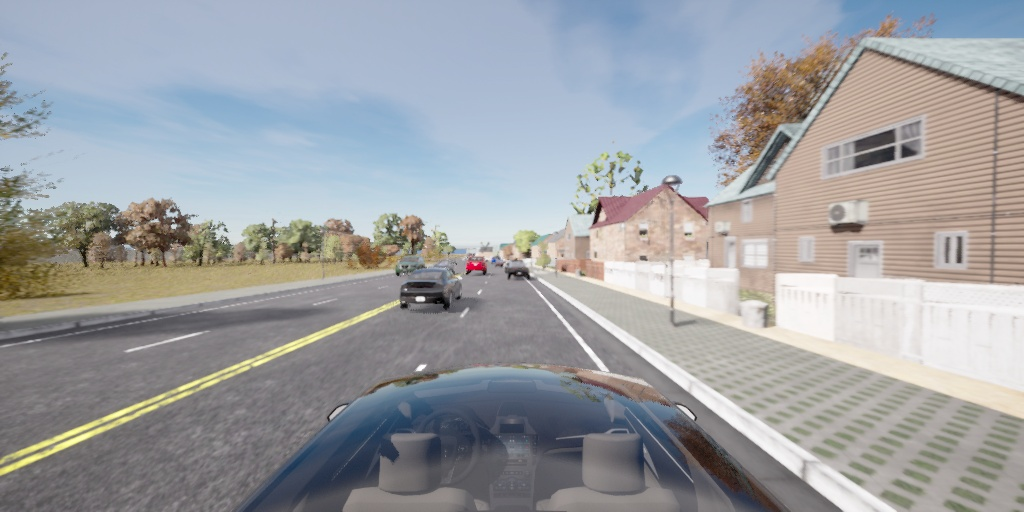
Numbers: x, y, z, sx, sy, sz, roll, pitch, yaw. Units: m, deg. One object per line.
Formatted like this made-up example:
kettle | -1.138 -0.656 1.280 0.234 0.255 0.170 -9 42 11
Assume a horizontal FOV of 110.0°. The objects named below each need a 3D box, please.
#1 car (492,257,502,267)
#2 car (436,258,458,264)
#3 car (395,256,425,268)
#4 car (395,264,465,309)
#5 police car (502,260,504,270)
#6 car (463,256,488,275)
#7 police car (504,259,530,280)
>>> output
car | -2.152 1.337 65.193 2.033 1.411 5.357 0 0 -4
car | -7.297 1.278 38.357 2.128 1.511 4.902 0 0 -2
car | -10.527 1.012 37.553 2.150 2.045 5.566 0 0 -2
car | -3.239 1.265 14.961 1.837 1.490 4.892 0 0 -1
police car | 0.127 1.190 41.866 1.930 1.638 5.238 0 0 -2
car | -3.939 0.997 40.389 2.150 2.045 5.566 0 0 -2
police car | 0.507 1.184 31.807 1.930 1.638 5.238 0 0 -2
